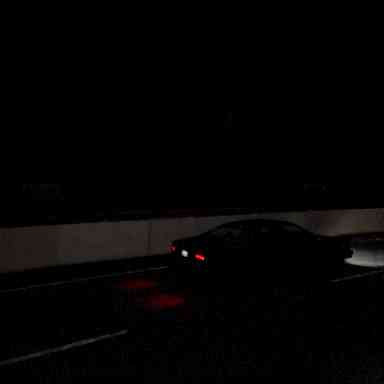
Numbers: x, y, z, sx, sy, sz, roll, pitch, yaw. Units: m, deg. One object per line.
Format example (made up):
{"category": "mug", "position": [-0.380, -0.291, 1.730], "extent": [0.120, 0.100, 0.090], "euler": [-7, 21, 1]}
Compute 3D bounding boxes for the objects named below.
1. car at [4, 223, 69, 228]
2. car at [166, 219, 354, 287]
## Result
{"category": "car", "position": [-6.457, 1.492, 12.059], "extent": [4.181, 1.385, 1.994], "euler": [-1, 1, -34]}
{"category": "car", "position": [1.997, 1.455, 9.007], "extent": [5.357, 1.411, 2.033], "euler": [-1, 1, -31]}
